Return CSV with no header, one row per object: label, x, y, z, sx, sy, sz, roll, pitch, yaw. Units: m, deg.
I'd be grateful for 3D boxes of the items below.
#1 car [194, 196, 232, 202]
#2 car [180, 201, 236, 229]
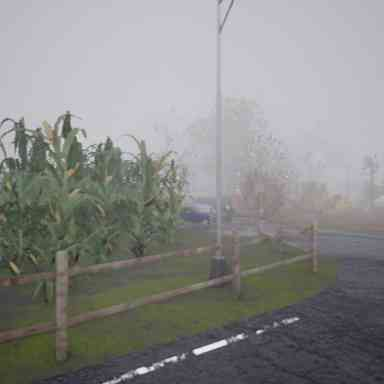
car,1.254,1.381,27.975,2.150,2.045,5.566,0,0,-35
car,0.743,1.625,23.449,1.882,1.535,5.008,0,0,-34
